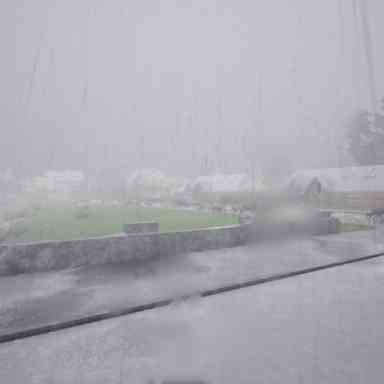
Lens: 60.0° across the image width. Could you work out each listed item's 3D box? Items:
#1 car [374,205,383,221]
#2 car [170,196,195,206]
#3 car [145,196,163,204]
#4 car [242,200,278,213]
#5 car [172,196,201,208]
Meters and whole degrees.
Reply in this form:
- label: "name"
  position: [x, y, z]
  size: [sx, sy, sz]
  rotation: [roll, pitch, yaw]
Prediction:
- label: "car"
  position: [16.358, 1.506, 24.958]
  size: [1.837, 1.490, 4.892]
  rotation: [1, -1, -32]
- label: "car"
  position: [-1.664, 1.478, 57.614]
  size: [1.882, 1.535, 5.008]
  rotation: [0, 0, -35]
- label: "car"
  position: [-7.588, 1.478, 65.849]
  size: [1.882, 1.535, 5.008]
  rotation: [0, 0, -35]
- label: "car"
  position: [7.590, 1.564, 37.483]
  size: [1.994, 1.385, 4.181]
  rotation: [0, 0, -35]
- label: "car"
  position: [-0.831, 1.547, 49.326]
  size: [2.033, 1.411, 5.357]
  rotation: [0, 0, -35]
